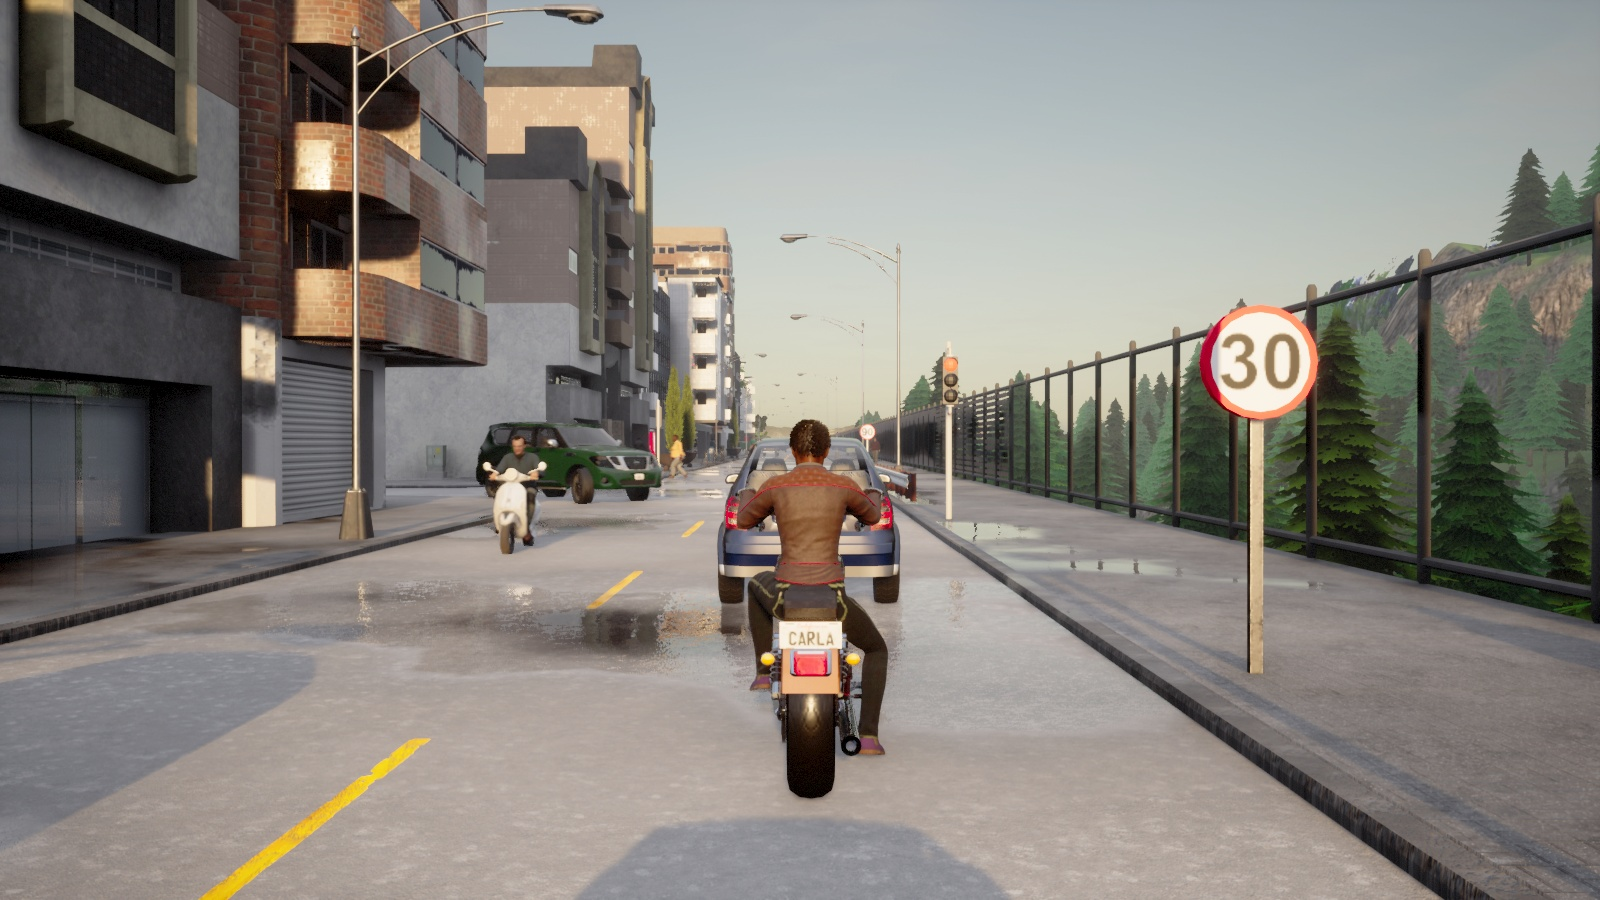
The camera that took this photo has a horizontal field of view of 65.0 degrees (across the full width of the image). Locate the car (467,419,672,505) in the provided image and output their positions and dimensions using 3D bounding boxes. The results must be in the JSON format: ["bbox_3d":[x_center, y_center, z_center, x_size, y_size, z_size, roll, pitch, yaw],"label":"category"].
[{"bbox_3d":[-6.021,0.278,32.359,5.566,2.045,2.150,0,0,40],"label":"car"}]

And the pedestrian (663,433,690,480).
[{"bbox_3d":[-4.951,0.239,50.243,0.900,1.855,0.874,0,0,-17],"label":"pedestrian"}]

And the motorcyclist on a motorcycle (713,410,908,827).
[{"bbox_3d":[0.048,0.662,6.134,0.766,1.649,2.350,0,0,0],"label":"motorcyclist on a motorcycle"}]

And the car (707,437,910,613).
[{"bbox_3d":[0.085,0.652,12.913,1.789,1.549,3.705,0,0,0],"label":"car"}]

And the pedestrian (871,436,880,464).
[{"bbox_3d":[5.054,-0.015,84.153,0.634,1.844,0.899,0,0,2],"label":"pedestrian"}]

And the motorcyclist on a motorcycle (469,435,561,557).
[{"bbox_3d":[-3.905,0.599,17.352,0.866,1.590,1.817,0,0,0],"label":"motorcyclist on a motorcycle"}]
